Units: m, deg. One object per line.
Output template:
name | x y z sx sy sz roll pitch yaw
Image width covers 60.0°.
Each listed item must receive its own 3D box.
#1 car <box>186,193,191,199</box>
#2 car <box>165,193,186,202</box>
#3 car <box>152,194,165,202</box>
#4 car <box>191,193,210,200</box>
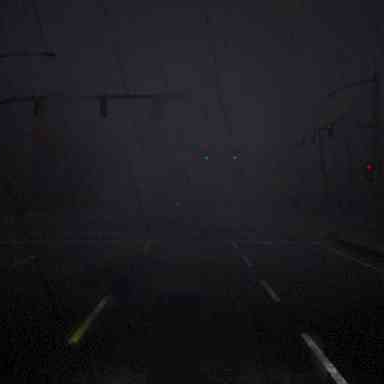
car | -0.477 0.963 77.457 2.033 1.411 5.357 0 0 28
car | -2.891 1.052 60.865 1.837 1.490 4.892 0 0 10
car | -6.133 1.061 62.641 1.812 1.442 4.674 0 0 12
car | 2.405 0.916 75.451 1.882 1.535 5.008 0 0 28
